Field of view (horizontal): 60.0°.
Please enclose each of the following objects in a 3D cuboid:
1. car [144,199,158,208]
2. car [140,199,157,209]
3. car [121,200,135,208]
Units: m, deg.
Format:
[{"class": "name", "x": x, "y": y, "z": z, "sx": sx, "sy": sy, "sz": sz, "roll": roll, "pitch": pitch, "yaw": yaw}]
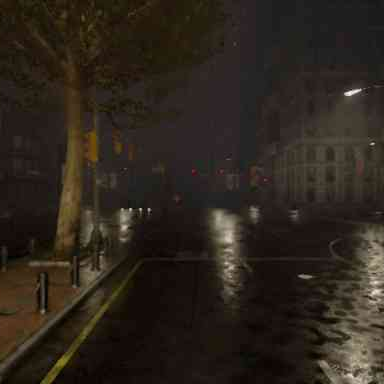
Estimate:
[{"class": "car", "x": -8.011, "y": 2.196, "z": 65.450, "sx": 2.128, "sy": 1.511, "sz": 4.902, "roll": 0, "pitch": 0, "yaw": 0}, {"class": "car", "x": -8.059, "y": 2.138, "z": 59.271, "sx": 1.837, "sy": 1.490, "sz": 4.892, "roll": 0, "pitch": 1, "yaw": 3}, {"class": "car", "x": -11.559, "y": 2.154, "z": 60.422, "sx": 1.837, "sy": 1.490, "sz": 4.892, "roll": 0, "pitch": -1, "yaw": 0}]
